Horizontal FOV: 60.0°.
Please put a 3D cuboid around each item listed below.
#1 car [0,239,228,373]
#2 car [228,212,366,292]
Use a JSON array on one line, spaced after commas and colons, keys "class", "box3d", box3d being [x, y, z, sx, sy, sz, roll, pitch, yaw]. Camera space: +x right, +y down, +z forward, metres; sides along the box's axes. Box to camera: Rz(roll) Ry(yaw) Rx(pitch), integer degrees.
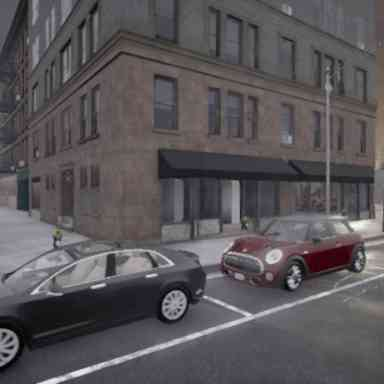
[{"class": "car", "box3d": [-1.774, 1.534, 5.491, 4.403, 1.369, 2.008, -1, 1, -35]}, {"class": "car", "box3d": [2.697, 1.368, 8.678, 4.097, 1.590, 1.967, -1, 1, -35]}]
